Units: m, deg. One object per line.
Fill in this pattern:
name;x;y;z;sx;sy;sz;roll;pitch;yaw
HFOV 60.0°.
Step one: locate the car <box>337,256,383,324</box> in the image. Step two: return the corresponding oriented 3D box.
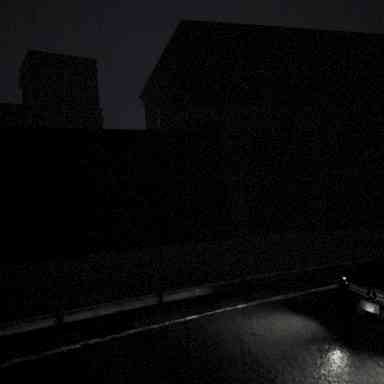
car;4.818;1.479;6.060;4.674;1.442;1.812;0;1;-25
